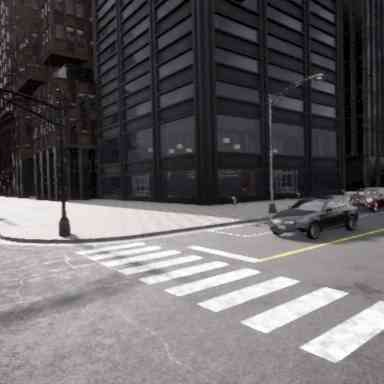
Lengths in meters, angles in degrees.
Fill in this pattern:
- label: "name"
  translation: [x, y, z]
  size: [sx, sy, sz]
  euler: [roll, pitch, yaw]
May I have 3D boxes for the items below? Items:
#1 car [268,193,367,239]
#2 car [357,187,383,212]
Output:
- label: "car"
  translation: [5.168, 0.964, 13.860]
  size: [4.674, 1.442, 1.812]
  euler: [-3, 2, -38]
- label: "car"
  translation: [12.138, 0.442, 22.717]
  size: [4.097, 1.590, 1.967]
  euler: [-3, 2, -38]
